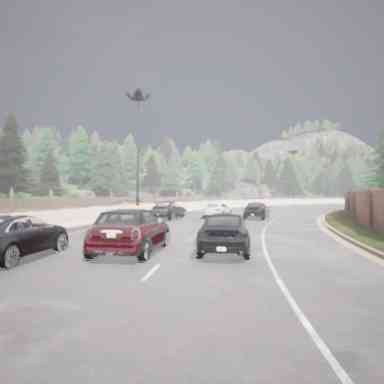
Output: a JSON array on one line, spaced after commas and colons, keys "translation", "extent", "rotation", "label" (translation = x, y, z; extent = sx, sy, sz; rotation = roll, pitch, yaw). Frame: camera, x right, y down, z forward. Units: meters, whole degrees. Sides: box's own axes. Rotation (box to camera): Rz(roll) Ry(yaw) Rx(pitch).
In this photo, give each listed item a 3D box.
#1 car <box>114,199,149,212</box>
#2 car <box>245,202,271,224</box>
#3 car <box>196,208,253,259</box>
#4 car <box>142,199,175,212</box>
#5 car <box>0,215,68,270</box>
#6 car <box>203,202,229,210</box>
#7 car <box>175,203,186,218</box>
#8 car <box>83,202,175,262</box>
[{"translation": [-7.752, 1.658, 43.270], "extent": [1.882, 1.535, 5.008], "rotation": [0, -1, 25], "label": "car"}, {"translation": [5.941, 1.685, 30.283], "extent": [1.837, 1.490, 4.892], "rotation": [0, 0, 20], "label": "car"}, {"translation": [1.304, 1.576, 12.931], "extent": [1.837, 1.490, 4.892], "rotation": [0, 0, 9], "label": "car"}, {"translation": [-4.182, 1.671, 42.660], "extent": [1.882, 1.535, 5.008], "rotation": [0, -1, 25], "label": "car"}, {"translation": [-5.990, 1.520, 11.242], "extent": [2.128, 1.511, 4.902], "rotation": [0, 0, 7], "label": "car"}, {"translation": [2.308, 1.690, 30.602], "extent": [1.812, 1.442, 4.674], "rotation": [0, 0, 20], "label": "car"}, {"translation": [-1.991, 1.627, 28.793], "extent": [2.128, 1.511, 4.902], "rotation": [0, 0, 18], "label": "car"}, {"translation": [-2.250, 1.405, 12.614], "extent": [2.097, 1.767, 4.553], "rotation": [0, 0, 8], "label": "car"}]
